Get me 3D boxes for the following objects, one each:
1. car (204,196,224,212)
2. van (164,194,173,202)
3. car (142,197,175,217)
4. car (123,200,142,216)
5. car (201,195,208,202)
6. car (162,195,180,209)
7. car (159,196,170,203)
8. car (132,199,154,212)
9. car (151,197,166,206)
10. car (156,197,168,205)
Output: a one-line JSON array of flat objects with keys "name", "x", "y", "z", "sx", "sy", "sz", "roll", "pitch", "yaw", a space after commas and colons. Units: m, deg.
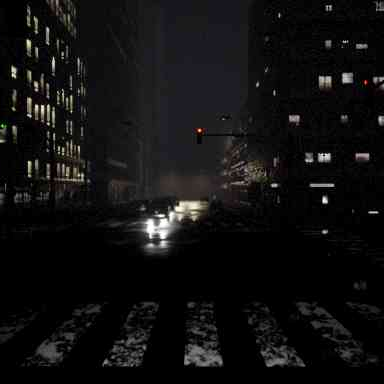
[{"name": "car", "x": 2.768, "y": 1.540, "z": 38.632, "sx": 2.008, "sy": 1.369, "sz": 4.403, "roll": -1, "pitch": 0, "yaw": 0}, {"name": "van", "x": -5.520, "y": 1.322, "z": 78.234, "sx": 1.690, "sy": 1.788, "sz": 3.998, "roll": -1, "pitch": 0, "yaw": 0}, {"name": "car", "x": -3.028, "y": 1.482, "z": 30.978, "sx": 2.128, "sy": 1.511, "sz": 4.902, "roll": 0, "pitch": 0, "yaw": 0}, {"name": "car", "x": -5.626, "y": 1.516, "z": 32.828, "sx": 1.752, "sy": 1.417, "sz": 4.829, "roll": -1, "pitch": 0, "yaw": 0}, {"name": "car", "x": 2.848, "y": 1.422, "z": 72.560, "sx": 1.967, "sy": 1.590, "sz": 4.097, "roll": -1, "pitch": 0, "yaw": 0}, {"name": "car", "x": -2.999, "y": 1.480, "z": 40.463, "sx": 2.128, "sy": 1.511, "sz": 4.902, "roll": 0, "pitch": 0, "yaw": 0}, {"name": "car", "x": -5.544, "y": 1.528, "z": 66.925, "sx": 1.887, "sy": 1.381, "sz": 4.507, "roll": -1, "pitch": 0, "yaw": 0}, {"name": "car", "x": -5.612, "y": 1.555, "z": 38.652, "sx": 1.947, "sy": 1.339, "sz": 4.313, "roll": -1, "pitch": 0, "yaw": 0}, {"name": "car", "x": -5.571, "y": 1.530, "z": 55.615, "sx": 1.887, "sy": 1.381, "sz": 4.507, "roll": -1, "pitch": 0, "yaw": 0}, {"name": "car", "x": -5.557, "y": 1.566, "z": 61.270, "sx": 1.802, "sy": 1.307, "sz": 4.206, "roll": -1, "pitch": 0, "yaw": 0}]
